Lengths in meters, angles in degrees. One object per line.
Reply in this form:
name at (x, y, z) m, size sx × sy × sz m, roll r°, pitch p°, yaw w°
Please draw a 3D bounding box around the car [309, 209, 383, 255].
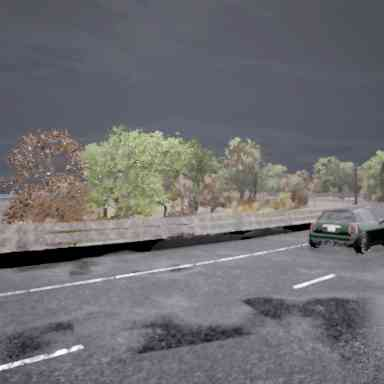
car at (6.986, 1.508, 14.462) m, size 4.553 × 1.767 × 2.097 m, roll 1°, pitch -1°, yaw -44°
